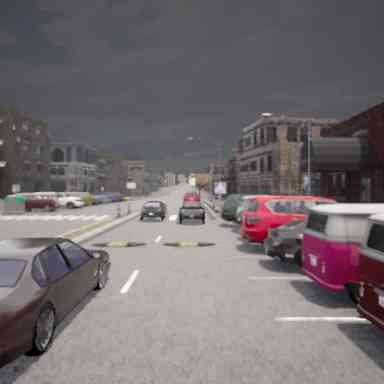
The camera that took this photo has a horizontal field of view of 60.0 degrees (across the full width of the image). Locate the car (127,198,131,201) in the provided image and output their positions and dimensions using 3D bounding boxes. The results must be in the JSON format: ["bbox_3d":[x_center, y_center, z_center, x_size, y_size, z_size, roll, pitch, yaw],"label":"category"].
[{"bbox_3d":[-16.217,1.375,73.309,5.366,1.575,1.946,0,-1,0],"label":"car"}]

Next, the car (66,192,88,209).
[{"bbox_3d":[-16.098,1.035,40.233,5.566,2.045,2.435,0,0,0],"label":"car"}]

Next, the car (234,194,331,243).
[{"bbox_3d":[4.673,1.204,12.886,5.566,2.045,2.435,0,0,0],"label":"car"}]

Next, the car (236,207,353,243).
[{"bbox_3d":[4.607,1.474,15.540,4.792,1.488,2.163,0,0,0],"label":"car"}]

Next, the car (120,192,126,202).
[{"bbox_3d":[-16.363,1.055,65.041,5.566,2.045,2.435,0,0,0],"label":"car"}]

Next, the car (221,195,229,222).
[{"bbox_3d":[4.643,1.166,21.222,5.566,2.045,2.435,0,0,0],"label":"car"}]

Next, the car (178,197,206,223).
[{"bbox_3d":[-0.001,1.407,24.678,2.128,1.511,4.902,0,0,0],"label":"car"}]

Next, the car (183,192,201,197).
[{"bbox_3d":[-0.028,1.009,42.625,2.150,2.045,5.566,0,0,0],"label":"car"}]

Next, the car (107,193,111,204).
[{"bbox_3d":[-16.248,1.263,54.016,4.892,1.521,2.231,0,0,0],"label":"car"}]

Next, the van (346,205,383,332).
[{"bbox_3d":[4.801,1.250,4.550,4.442,1.987,1.878,0,0,0],"label":"van"}]

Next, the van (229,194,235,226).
[{"bbox_3d":[4.506,1.206,18.445,4.442,1.987,1.878,0,0,0],"label":"van"}]

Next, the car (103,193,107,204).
[{"bbox_3d":[-16.189,1.289,51.260,4.792,1.488,2.163,0,0,0],"label":"car"}]

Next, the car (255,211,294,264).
[{"bbox_3d":[4.650,1.465,9.986,4.892,1.521,2.231,0,0,0],"label":"car"}]

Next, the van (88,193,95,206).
[{"bbox_3d":[-16.289,1.040,45.868,4.442,1.987,1.878,0,0,0],"label":"van"}]

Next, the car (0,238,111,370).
[{"bbox_3d":[-2.931,1.540,5.936,2.033,1.411,5.357,0,0,0],"label":"car"}]

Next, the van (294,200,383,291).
[{"bbox_3d":[4.789,1.246,7.204,4.442,1.987,1.878,0,0,0],"label":"van"}]

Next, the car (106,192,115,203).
[{"bbox_3d":[-16.270,1.268,56.772,4.892,1.521,2.231,0,0,0],"label":"car"}]

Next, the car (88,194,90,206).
[{"bbox_3d":[-16.152,1.315,42.993,4.674,1.452,2.002,0,0,0],"label":"car"}]

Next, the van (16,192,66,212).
[{"bbox_3d":[-15.963,1.096,34.722,4.442,1.987,1.878,0,0,0],"label":"van"}]

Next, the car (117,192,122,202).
[{"bbox_3d":[-16.315,1.289,62.284,5.008,1.535,2.097,0,0,0],"label":"car"}]

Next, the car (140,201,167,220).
[{"bbox_3d":[-3.008,1.427,26.748,1.812,1.442,4.674,0,0,0],"label":"car"}]

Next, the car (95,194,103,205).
[{"bbox_3d":[-16.201,1.261,48.504,5.008,1.535,2.097,0,0,0],"label":"car"}]

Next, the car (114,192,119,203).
[{"bbox_3d":[-16.283,1.277,59.528,5.008,1.535,2.097,0,0,0],"label":"car"}]
